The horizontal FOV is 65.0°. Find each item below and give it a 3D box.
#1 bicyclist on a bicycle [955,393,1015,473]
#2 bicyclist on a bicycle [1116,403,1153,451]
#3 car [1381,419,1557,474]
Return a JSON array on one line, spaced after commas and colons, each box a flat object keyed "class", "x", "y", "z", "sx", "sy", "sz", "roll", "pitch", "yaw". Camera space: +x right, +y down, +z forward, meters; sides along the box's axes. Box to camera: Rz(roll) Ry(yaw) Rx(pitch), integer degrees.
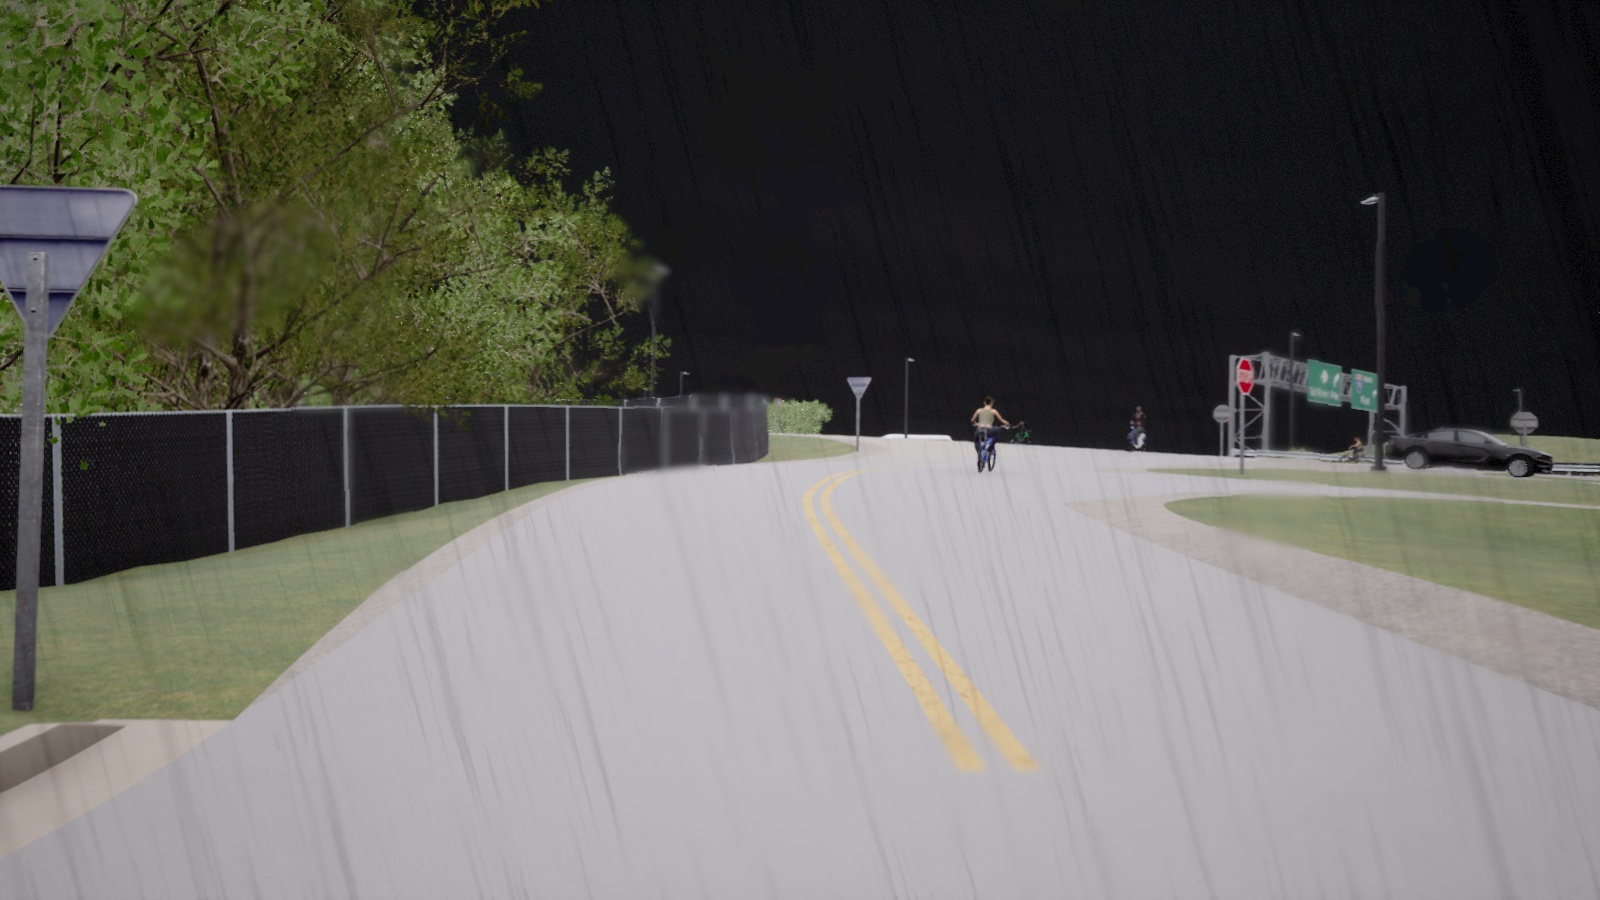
[{"class": "bicyclist on a bicycle", "x": 3.940, "y": -0.365, "z": 26.622, "sx": 0.866, "sy": 1.612, "sz": 1.509, "roll": 3, "pitch": 2, "yaw": 22}, {"class": "bicyclist on a bicycle", "x": 12.560, "y": -0.873, "z": 47.180, "sx": 0.659, "sy": 1.776, "sz": 1.843, "roll": 2, "pitch": 3, "yaw": 37}, {"class": "car", "x": 22.771, "y": -0.136, "z": 42.856, "sx": 5.008, "sy": 1.535, "sz": 1.882, "roll": 5, "pitch": 2, "yaw": 35}]
